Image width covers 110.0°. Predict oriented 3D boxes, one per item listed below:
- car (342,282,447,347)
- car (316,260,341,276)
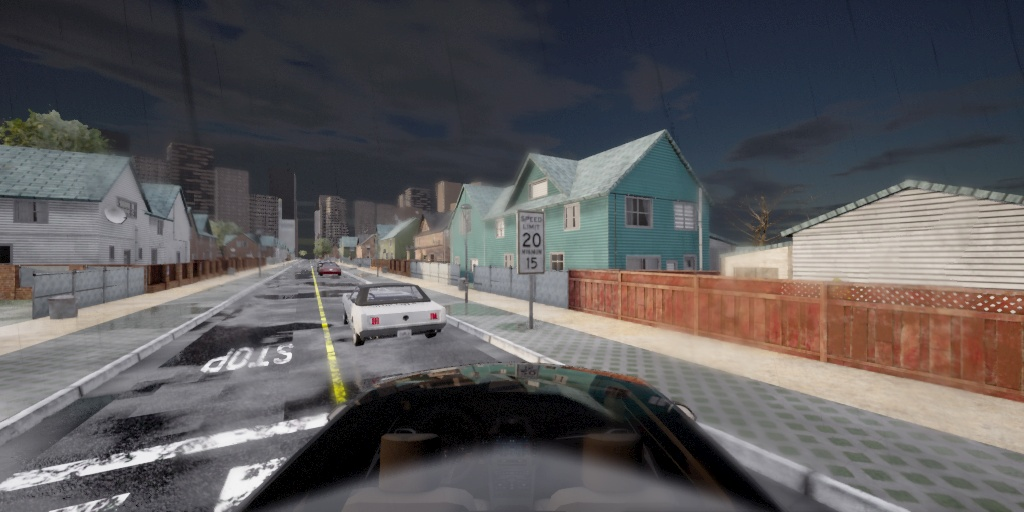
[{"bbox_3d":[-3.370,1.353,9.547,1.895,1.301,4.718,0,0,-29],"label":"car"},{"bbox_3d":[-18.884,1.324,37.117,1.994,1.385,4.181,0,0,-30],"label":"car"}]
